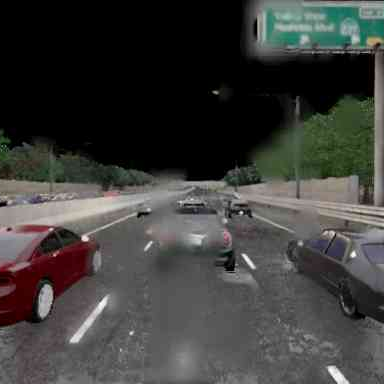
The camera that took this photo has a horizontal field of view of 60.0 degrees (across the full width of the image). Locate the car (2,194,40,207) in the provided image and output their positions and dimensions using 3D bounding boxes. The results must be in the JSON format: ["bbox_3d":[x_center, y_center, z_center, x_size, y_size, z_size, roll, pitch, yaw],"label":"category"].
[{"bbox_3d":[-17.452,1.043,35.124,2.097,1.767,4.553,0,0,1],"label":"car"}]

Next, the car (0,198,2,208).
[{"bbox_3d":[-20.954,1.291,35.168,1.895,1.301,4.718,0,0,1],"label":"car"}]

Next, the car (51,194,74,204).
[{"bbox_3d":[-20.728,1.056,53.595,1.812,1.442,4.674,0,1,1],"label":"car"}]

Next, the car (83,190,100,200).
[{"bbox_3d":[-17.147,0.717,57.788,2.150,2.045,5.566,0,0,1],"label":"car"}]

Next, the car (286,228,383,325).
[{"bbox_3d":[3.595,1.488,7.125,2.033,1.411,5.357,0,1,0],"label":"car"}]

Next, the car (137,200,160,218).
[{"bbox_3d":[-3.316,1.322,27.678,1.994,1.385,4.181,0,1,0],"label":"car"}]

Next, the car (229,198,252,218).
[{"bbox_3d":[3.680,1.269,27.108,1.837,1.490,4.892,0,0,0],"label":"car"}]

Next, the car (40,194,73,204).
[{"bbox_3d":[-13.951,1.254,35.291,1.994,1.385,4.181,0,0,1],"label":"car"}]

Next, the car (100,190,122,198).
[{"bbox_3d":[-13.648,0.719,57.674,2.150,2.045,5.566,0,0,1],"label":"car"}]

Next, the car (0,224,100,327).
[{"bbox_3d":[-3.409,1.418,7.054,1.882,1.535,5.008,0,1,0],"label":"car"}]

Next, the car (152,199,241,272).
[{"bbox_3d":[0.109,1.262,10.583,2.097,1.767,4.553,0,0,0],"label":"car"}]
